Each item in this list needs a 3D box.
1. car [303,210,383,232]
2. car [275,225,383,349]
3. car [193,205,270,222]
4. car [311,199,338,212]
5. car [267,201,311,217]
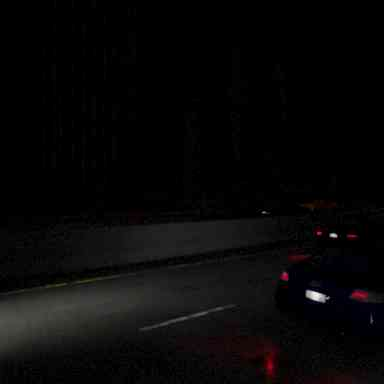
[{"bbox_3d":[6.963,1.555,13.010,5.357,1.411,2.033,0,0,-35],"label":"car"},{"bbox_3d":[3.527,1.568,6.260,4.181,1.385,1.994,0,0,-35],"label":"car"},{"bbox_3d":[1.994,1.571,18.309,4.181,1.385,1.994,0,0,-35],"label":"car"},{"bbox_3d":[13.333,1.506,34.985,5.008,1.535,1.882,0,0,-35],"label":"car"},{"bbox_3d":[6.721,1.492,25.977,5.008,1.535,1.882,0,0,-35],"label":"car"}]
